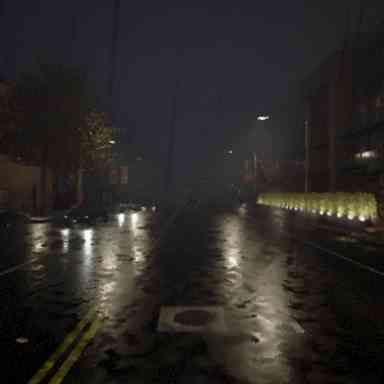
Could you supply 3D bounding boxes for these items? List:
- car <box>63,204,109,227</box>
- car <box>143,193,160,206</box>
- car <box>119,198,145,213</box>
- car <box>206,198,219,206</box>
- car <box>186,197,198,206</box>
[{"bbox_3d":[-7.262,1.575,23.351,1.812,1.442,4.674,0,0,4],"label":"car"},{"bbox_3d":[-6.996,1.481,56.216,2.097,1.767,4.553,0,0,0],"label":"car"},{"bbox_3d":[-7.083,1.682,38.647,1.895,1.301,4.718,0,0,0],"label":"car"},{"bbox_3d":[3.504,1.666,56.412,2.033,1.411,5.357,0,0,0],"label":"car"},{"bbox_3d":[0.004,1.645,56.408,1.812,1.442,4.674,0,0,0],"label":"car"}]
